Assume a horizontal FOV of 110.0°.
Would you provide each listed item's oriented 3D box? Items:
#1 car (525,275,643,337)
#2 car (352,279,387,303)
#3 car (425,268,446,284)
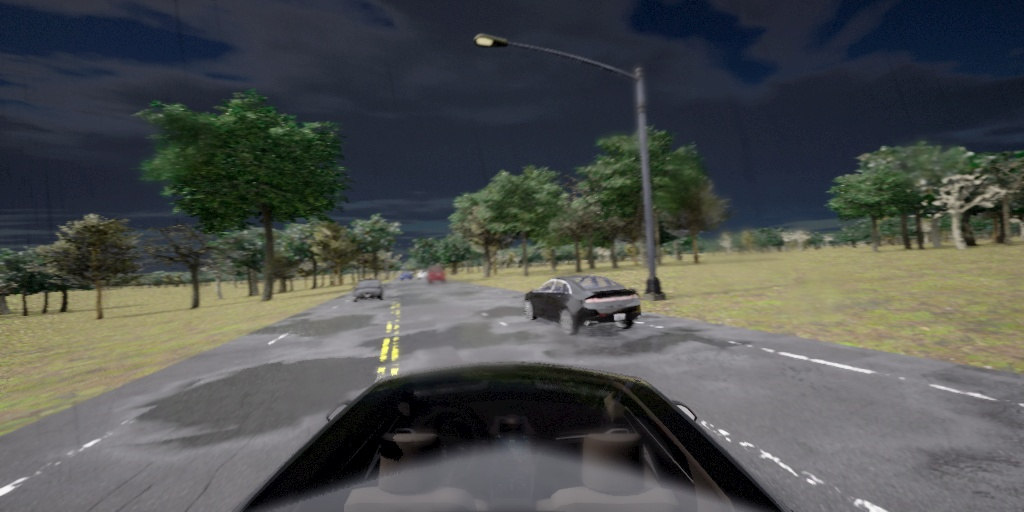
[{"bbox_3d":[1.842,1.339,10.861,2.128,1.511,4.902,-3,-1,-17],"label":"car"},{"bbox_3d":[-9.964,2.405,25.235,1.837,1.490,4.892,-3,-1,-17],"label":"car"},{"bbox_3d":[-10.764,2.825,51.270,2.150,2.045,5.566,-3,-2,-17],"label":"car"}]
